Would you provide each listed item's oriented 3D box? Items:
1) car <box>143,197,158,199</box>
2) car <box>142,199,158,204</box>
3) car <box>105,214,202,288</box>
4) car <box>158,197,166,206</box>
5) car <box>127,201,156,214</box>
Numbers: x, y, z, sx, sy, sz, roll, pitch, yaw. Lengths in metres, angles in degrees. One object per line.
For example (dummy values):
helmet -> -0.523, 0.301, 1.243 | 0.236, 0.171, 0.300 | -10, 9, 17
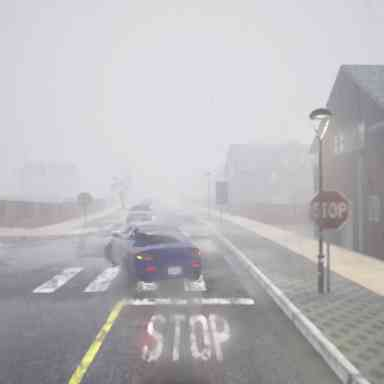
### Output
car -> -6.324, 1.635, 47.431 | 2.097, 1.767, 4.553 | 0, 0, -8
car -> -4.887, 1.742, 35.803 | 1.812, 1.442, 4.674 | 0, 0, -6
car -> -1.229, 1.584, 9.514 | 1.812, 1.442, 4.674 | 1, 0, -21
car -> -6.499, 1.748, 65.894 | 2.097, 1.767, 4.553 | 0, 0, -12
car -> -3.955, 1.682, 25.606 | 1.812, 1.442, 4.674 | 0, 0, -5
